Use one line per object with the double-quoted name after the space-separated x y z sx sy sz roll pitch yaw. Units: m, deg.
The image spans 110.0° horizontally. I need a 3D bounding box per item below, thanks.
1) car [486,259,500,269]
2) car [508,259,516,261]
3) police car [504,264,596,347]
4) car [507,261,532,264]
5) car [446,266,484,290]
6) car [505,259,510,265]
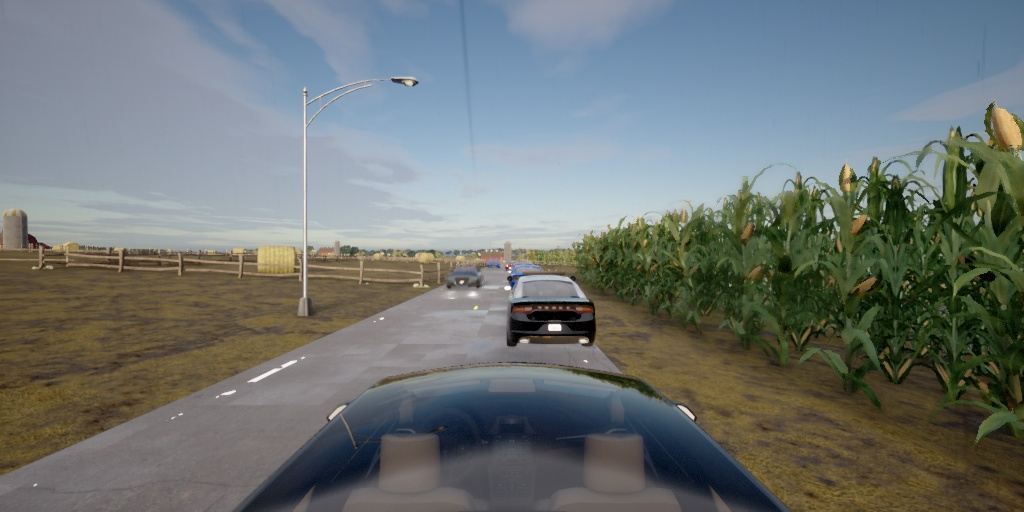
-2.766 1.176 53.997 1.882 1.535 5.008 0 0 0 "car"
0.813 1.201 25.373 1.882 1.535 5.008 0 0 0 "car"
0.822 1.171 9.483 1.930 1.638 5.238 0 0 0 "police car"
0.819 1.213 19.373 1.882 1.535 5.008 0 0 0 "car"
-2.858 1.294 22.484 1.994 1.385 4.181 0 0 0 "car"
0.019 1.294 47.726 1.895 1.301 4.718 0 0 0 "car"
